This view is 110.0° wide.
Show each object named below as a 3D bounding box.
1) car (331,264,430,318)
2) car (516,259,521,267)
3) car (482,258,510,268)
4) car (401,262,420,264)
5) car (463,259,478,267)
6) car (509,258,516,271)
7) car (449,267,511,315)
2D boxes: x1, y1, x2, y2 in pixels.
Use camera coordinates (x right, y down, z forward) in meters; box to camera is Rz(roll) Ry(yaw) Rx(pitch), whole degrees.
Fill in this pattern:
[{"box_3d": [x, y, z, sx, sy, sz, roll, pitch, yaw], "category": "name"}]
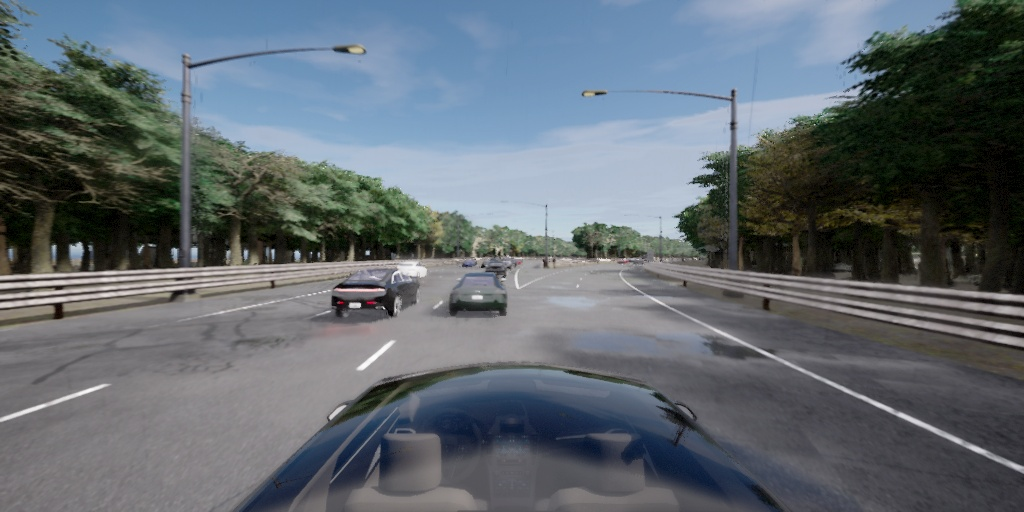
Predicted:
[{"box_3d": [-4.588, 1.210, 12.767, 2.128, 1.511, 4.902, 0, 0, -1], "category": "car"}, {"box_3d": [-0.146, 1.181, 60.807, 2.128, 1.511, 4.902, 0, 0, 4], "category": "car"}, {"box_3d": [-1.367, 1.218, 32.795, 1.837, 1.490, 4.892, 0, 0, 1], "category": "car"}, {"box_3d": [-8.342, 1.209, 29.689, 1.812, 1.442, 4.674, 0, 0, 1], "category": "car"}, {"box_3d": [-7.085, 1.217, 61.125, 1.994, 1.385, 4.181, 0, 0, 5], "category": "car"}, {"box_3d": [-0.900, 1.304, 48.803, 1.895, 1.301, 4.718, 0, 0, 3], "category": "car"}, {"box_3d": [-1.170, 1.304, 13.542, 1.994, 1.385, 4.181, 0, 0, -2], "category": "car"}]
